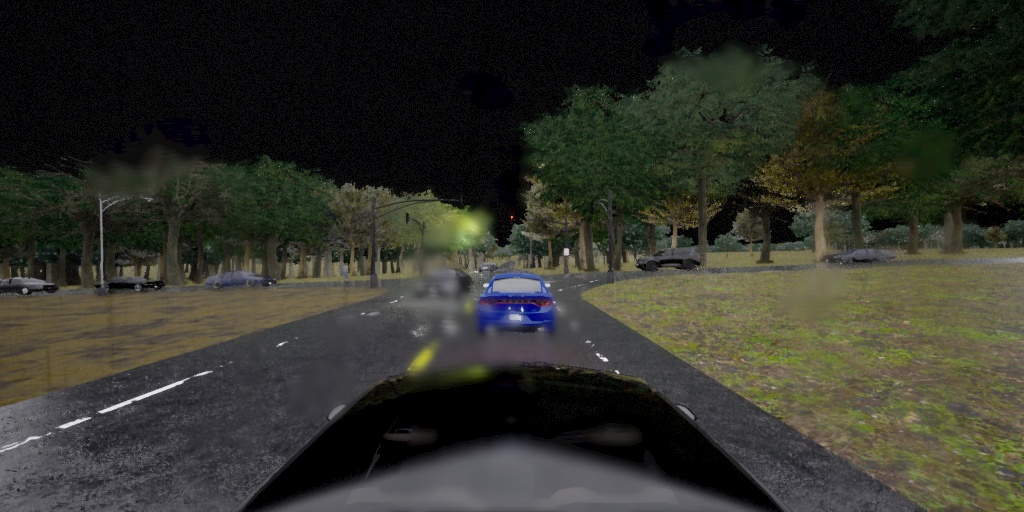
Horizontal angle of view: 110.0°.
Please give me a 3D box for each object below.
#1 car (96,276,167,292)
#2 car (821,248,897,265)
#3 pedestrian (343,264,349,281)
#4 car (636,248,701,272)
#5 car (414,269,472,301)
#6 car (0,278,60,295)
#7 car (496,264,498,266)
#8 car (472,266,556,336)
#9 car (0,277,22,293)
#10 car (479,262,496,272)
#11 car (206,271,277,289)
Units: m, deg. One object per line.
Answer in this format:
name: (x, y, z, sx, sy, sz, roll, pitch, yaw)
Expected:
car: (-33.348, 2.439, 31.511, 4.718, 1.301, 1.895, -2, -1, 3)
car: (31.258, 0.033, 32.351, 5.357, 1.411, 2.033, -2, -1, 2)
pedestrian: (-17.861, 1.681, 38.404, 0.375, 1.860, 0.375, 0, 1, 3)
car: (14.365, 0.373, 33.092, 5.566, 2.045, 2.150, -2, -1, 2)
car: (-3.166, 1.324, 17.402, 1.994, 1.385, 4.181, 0, 0, 7)
car: (-43.512, 2.674, 31.996, 4.892, 1.490, 1.837, -2, -1, 3)
car: (-3.994, 1.847, 62.948, 2.128, 1.511, 4.902, 0, -1, 0)
car: (0.140, 1.233, 10.444, 1.882, 1.535, 5.008, 0, 0, 1)
car: (-53.076, 2.980, 36.131, 5.008, 1.535, 1.882, -2, -1, 2)
car: (-3.867, 1.679, 53.561, 2.128, 1.511, 4.902, 0, -1, -1)
car: (-23.426, 2.049, 31.078, 5.357, 1.411, 2.033, -2, -1, 6)
